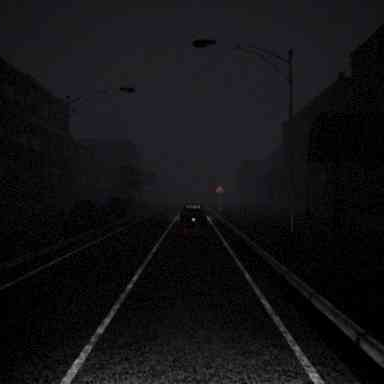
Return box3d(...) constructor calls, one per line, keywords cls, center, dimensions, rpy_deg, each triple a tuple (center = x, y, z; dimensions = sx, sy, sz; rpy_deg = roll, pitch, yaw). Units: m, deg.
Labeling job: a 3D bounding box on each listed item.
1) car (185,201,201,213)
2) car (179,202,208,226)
box3d(cls="car", center=(0.102, 1.848, 41.709), dimensions=(1.895, 1.301, 4.718), rpy_deg=(0, 0, 0))
box3d(cls="car", center=(0.101, 1.606, 24.277), dimensions=(2.128, 1.511, 4.902), rpy_deg=(0, 0, 0))
